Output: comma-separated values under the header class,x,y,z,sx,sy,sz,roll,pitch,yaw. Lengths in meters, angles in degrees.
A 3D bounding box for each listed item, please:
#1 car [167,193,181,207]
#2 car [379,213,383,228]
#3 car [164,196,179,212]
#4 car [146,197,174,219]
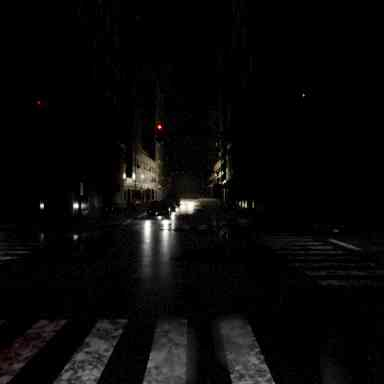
class,x,y,z,sx,sy,sz,roll,pitch,yaw
car,-2.877,1.197,49.559,2.150,2.045,5.566,0,0,0
car,12.337,1.282,16.900,5.009,1.841,2.192,0,0,0
car,-2.866,1.511,39.159,1.812,1.442,4.674,0,0,0
car,-2.867,1.497,29.293,1.837,1.490,4.892,0,0,0
